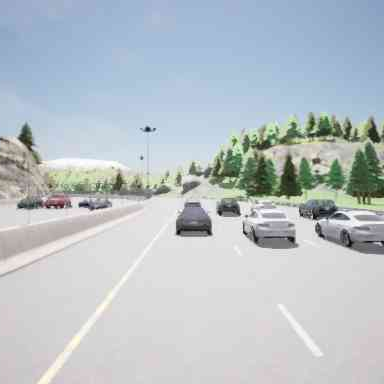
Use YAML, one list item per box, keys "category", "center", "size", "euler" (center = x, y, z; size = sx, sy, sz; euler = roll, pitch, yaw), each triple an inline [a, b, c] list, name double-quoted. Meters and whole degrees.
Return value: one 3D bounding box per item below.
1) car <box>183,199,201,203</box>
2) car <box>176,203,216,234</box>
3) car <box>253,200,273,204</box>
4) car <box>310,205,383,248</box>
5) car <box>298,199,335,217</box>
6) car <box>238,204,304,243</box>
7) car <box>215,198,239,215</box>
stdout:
- category: "car"
  center: [0.007, 1.492, 36.731]
  size: [2.128, 1.511, 4.902]
  euler: [0, 0, -1]
- category: "car"
  center: [0.100, 1.564, 19.296]
  size: [1.994, 1.385, 4.181]
  euler: [0, 0, 0]
- category: "car"
  center: [7.073, 1.526, 32.881]
  size: [1.812, 1.442, 4.674]
  euler: [0, 0, 0]
- category: "car"
  center: [7.099, 1.526, 14.765]
  size: [1.812, 1.442, 4.674]
  euler: [0, 0, 0]
- category: "car"
  center: [10.600, 1.352, 28.205]
  size: [2.097, 1.767, 4.553]
  euler: [0, 0, 0]
- category: "car"
  center: [3.600, 1.526, 16.051]
  size: [1.812, 1.442, 4.674]
  euler: [0, 0, 0]
- category: "car"
  center: [3.564, 1.352, 33.795]
  size: [2.097, 1.767, 4.553]
  euler: [0, 0, 0]
